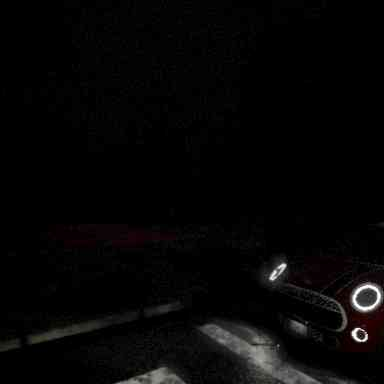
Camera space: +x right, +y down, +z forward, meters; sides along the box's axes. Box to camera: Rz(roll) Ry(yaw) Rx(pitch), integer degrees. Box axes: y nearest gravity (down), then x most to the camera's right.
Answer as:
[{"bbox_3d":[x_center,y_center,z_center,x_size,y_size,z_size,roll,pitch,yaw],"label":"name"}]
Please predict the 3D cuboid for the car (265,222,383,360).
[{"bbox_3d":[3.487,1.362,5.895,4.553,1.767,2.097,0,0,-30],"label":"car"}]
